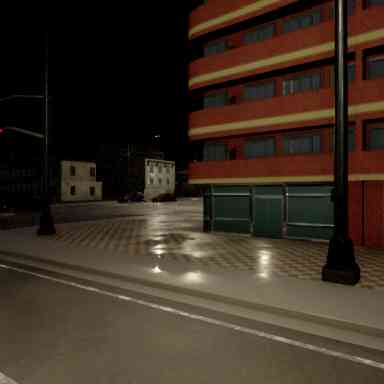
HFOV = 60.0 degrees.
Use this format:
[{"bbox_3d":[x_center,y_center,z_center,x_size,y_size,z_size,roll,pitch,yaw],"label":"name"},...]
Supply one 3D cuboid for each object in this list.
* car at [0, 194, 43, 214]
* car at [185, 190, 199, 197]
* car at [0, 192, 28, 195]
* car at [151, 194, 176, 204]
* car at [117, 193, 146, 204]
[{"bbox_3d":[-17.515,1.332,34.549,1.882,1.535,5.008,0,1,37],"label":"car"},{"bbox_3d":[-0.086,0.400,63.743,1.837,1.490,4.892,0,1,37],"label":"car"},{"bbox_3d":[-20.502,1.076,36.410,2.150,2.045,5.566,0,2,36],"label":"car"},{"bbox_3d":[-4.388,1.019,52.213,1.812,1.442,4.674,0,1,37],"label":"car"},{"bbox_3d":[-9.351,0.909,51.408,2.097,1.767,4.553,0,1,37],"label":"car"}]
